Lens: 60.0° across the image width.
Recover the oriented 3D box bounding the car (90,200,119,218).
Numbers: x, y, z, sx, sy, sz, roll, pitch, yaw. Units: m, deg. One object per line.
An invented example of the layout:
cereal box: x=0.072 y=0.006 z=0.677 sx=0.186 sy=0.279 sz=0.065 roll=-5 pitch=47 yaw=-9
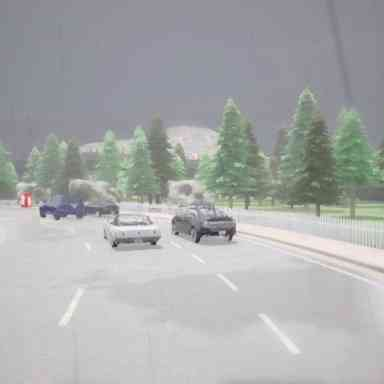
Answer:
car: x=-8.473 y=1.516 z=30.527 sx=1.837 sy=1.490 sz=4.892 roll=0 pitch=0 yaw=-42

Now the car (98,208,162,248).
car: x=-2.872 y=1.616 z=14.971 sx=1.895 sy=1.301 sz=4.718 roll=0 pitch=0 yaw=-21

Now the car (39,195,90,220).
car: x=-11.078 y=1.258 z=28.189 sx=2.150 sy=2.045 sz=5.566 roll=0 pitch=0 yaw=-42

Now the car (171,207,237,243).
car: x=0.402 y=1.495 z=16.208 sx=2.128 sy=1.511 sz=4.902 roll=0 pitch=0 yaw=-21
